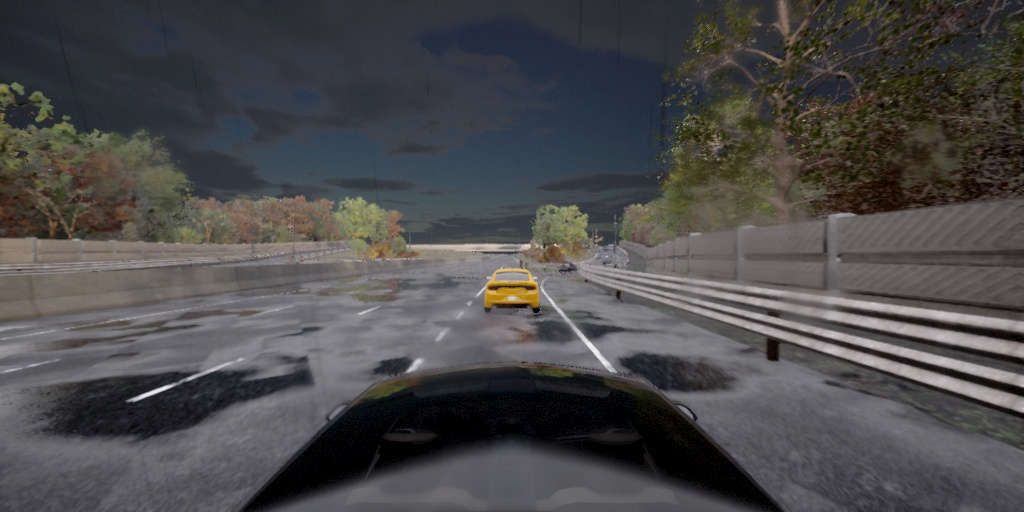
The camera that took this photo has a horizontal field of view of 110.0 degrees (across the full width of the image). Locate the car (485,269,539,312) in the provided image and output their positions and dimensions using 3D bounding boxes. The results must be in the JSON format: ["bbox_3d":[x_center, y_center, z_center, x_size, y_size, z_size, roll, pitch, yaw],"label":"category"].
[{"bbox_3d":[0.009,1.235,14.251,1.882,1.535,5.008,0,0,0],"label":"car"}]

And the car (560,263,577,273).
[{"bbox_3d":[8.751,1.832,55.644,1.812,1.442,4.674,0,-1,25],"label":"car"}]
